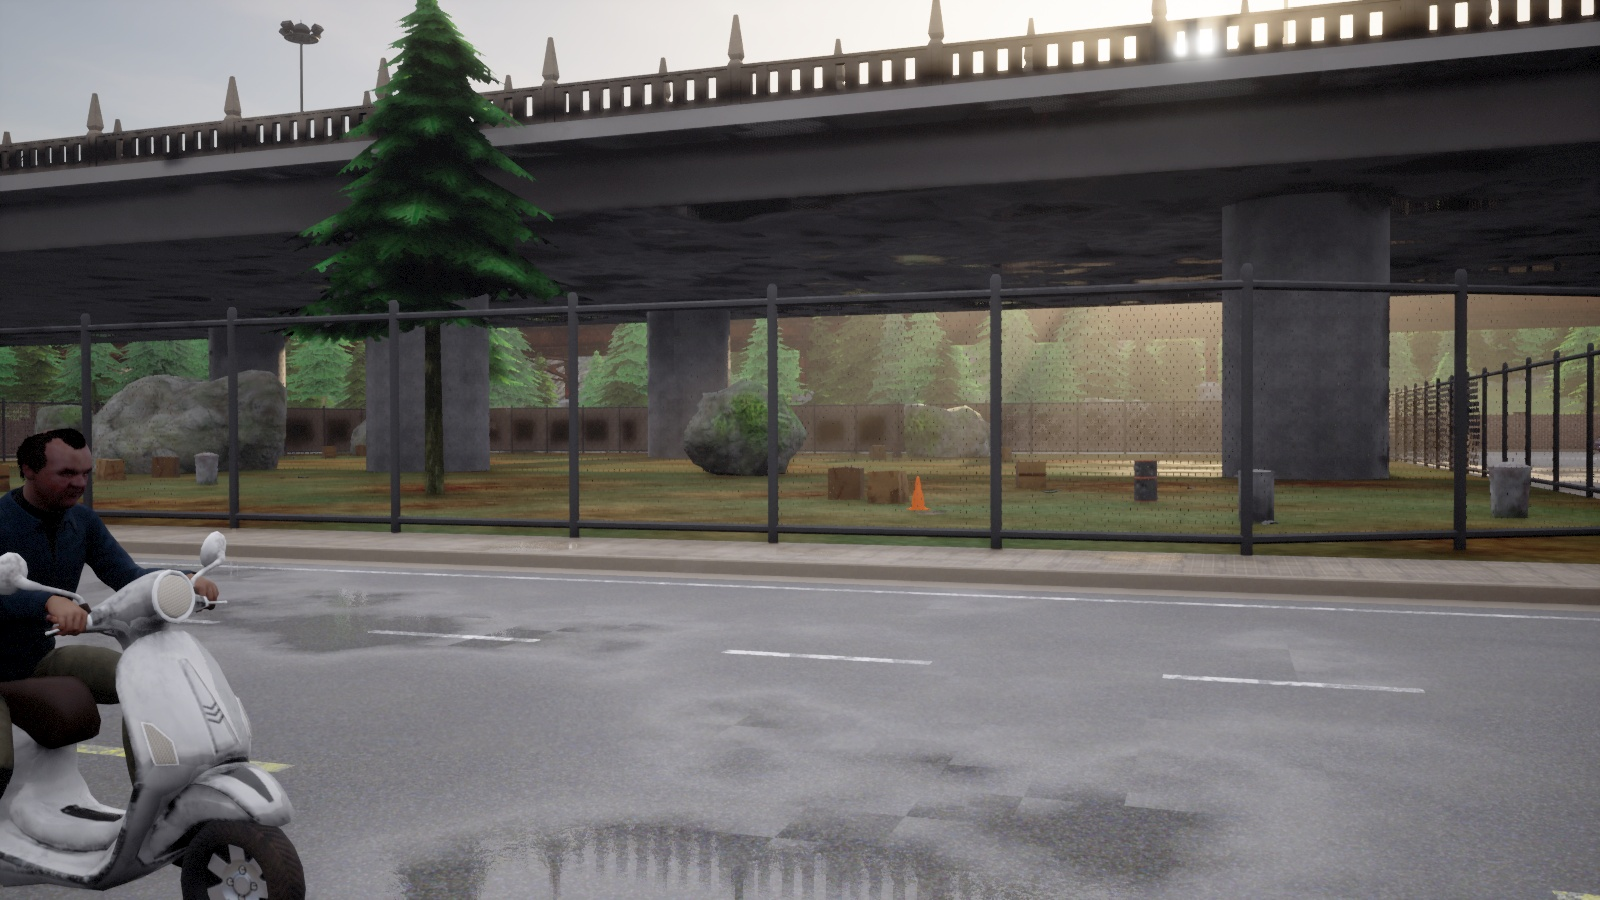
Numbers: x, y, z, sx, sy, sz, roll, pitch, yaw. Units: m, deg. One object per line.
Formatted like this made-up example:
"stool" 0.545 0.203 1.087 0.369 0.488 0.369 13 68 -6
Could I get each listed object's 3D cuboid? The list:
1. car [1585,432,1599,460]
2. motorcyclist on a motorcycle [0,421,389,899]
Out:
"car" 50.112 -0.203 75.224 4.856 1.649 2.033 1 1 20
"motorcyclist on a motorcycle" -2.341 0.707 3.980 1.817 1.590 0.866 1 1 19
